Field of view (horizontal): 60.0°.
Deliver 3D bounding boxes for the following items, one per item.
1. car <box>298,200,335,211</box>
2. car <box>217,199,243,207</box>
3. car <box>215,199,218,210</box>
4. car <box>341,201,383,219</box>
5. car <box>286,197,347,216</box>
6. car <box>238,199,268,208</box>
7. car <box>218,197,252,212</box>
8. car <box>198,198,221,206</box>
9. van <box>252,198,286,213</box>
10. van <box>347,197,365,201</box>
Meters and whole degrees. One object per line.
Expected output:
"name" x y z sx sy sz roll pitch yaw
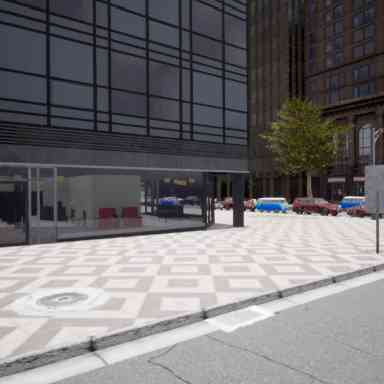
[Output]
"car" 16.408 1.737 43.995 1.947 1.339 4.313 -1 0 -35
"car" 6.540 1.873 57.884 1.887 1.381 4.507 -1 0 -35
"car" 2.884 1.915 48.311 2.008 1.369 4.403 -1 0 -35
"car" 16.043 1.728 29.790 1.802 1.307 4.206 -1 0 -35
"car" 12.747 1.518 34.419 2.192 1.841 5.009 -1 0 -35
"car" 9.731 1.804 53.393 1.752 1.417 4.829 -1 0 -35
"car" 6.169 1.627 43.680 2.192 1.841 5.009 -1 0 -35
"car" 3.252 1.930 62.513 2.008 1.369 4.403 -1 0 -35
"van" 9.458 1.600 39.050 1.690 1.788 3.998 -1 0 -35
"van" 19.692 1.457 39.364 1.690 1.788 3.998 -1 0 -35
